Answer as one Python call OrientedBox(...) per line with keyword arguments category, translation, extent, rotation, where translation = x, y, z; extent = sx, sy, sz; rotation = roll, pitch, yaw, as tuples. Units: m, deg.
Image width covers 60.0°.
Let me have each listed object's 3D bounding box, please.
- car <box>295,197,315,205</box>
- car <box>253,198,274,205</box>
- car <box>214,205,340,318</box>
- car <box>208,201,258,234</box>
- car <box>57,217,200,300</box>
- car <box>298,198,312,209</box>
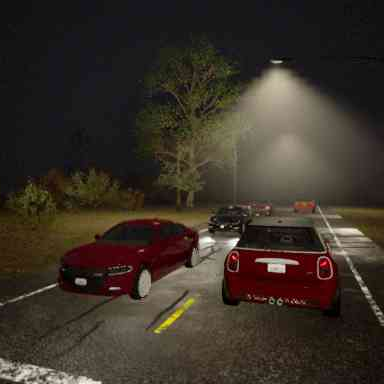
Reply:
OrientedBox(category="car", translation=(12.683, 1.360, 37.363), extent=(2.097, 1.767, 4.553), rotation=(0, 0, 20))
OrientedBox(category="car", translation=(6.263, 1.357, 30.129), extent=(2.097, 1.767, 4.553), rotation=(0, 0, 20))
OrientedBox(category="car", translation=(2.187, 1.353, 7.826), extent=(2.097, 1.767, 4.553), rotation=(0, 0, 19))
OrientedBox(category="car", translation=(2.338, 1.508, 19.055), extent=(1.837, 1.490, 4.892), rotation=(0, 0, 20))
OrientedBox(category="car", translation=(-1.308, 1.479, 8.813), extent=(1.882, 1.535, 5.008), rotation=(0, 0, 20))
OrientedBox(category="car", translation=(15.881, 1.538, 46.584), extent=(1.812, 1.442, 4.674), rotation=(0, 0, 19))
